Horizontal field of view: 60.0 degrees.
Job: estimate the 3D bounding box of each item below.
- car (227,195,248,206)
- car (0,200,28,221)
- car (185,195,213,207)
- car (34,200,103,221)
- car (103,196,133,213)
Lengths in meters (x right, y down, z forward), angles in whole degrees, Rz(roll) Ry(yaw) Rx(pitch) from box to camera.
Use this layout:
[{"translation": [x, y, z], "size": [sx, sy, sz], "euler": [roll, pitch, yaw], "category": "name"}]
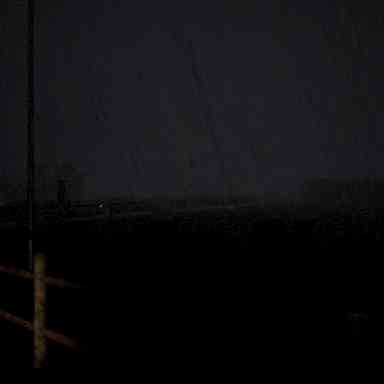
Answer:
[{"translation": [6.932, 1.266, 49.970], "size": [1.837, 1.490, 4.892], "euler": [0, 0, 35], "category": "car"}, {"translation": [-13.519, 1.400, 25.198], "size": [1.882, 1.535, 5.008], "euler": [0, 0, 33], "category": "car"}, {"translation": [0.965, 1.162, 46.357], "size": [2.097, 1.767, 4.553], "euler": [0, 0, 35], "category": "car"}, {"translation": [-9.643, 1.492, 25.884], "size": [1.895, 1.301, 4.718], "euler": [0, 0, 36], "category": "car"}, {"translation": [-8.053, 1.233, 33.228], "size": [2.097, 1.767, 4.553], "euler": [0, 0, 36], "category": "car"}]
